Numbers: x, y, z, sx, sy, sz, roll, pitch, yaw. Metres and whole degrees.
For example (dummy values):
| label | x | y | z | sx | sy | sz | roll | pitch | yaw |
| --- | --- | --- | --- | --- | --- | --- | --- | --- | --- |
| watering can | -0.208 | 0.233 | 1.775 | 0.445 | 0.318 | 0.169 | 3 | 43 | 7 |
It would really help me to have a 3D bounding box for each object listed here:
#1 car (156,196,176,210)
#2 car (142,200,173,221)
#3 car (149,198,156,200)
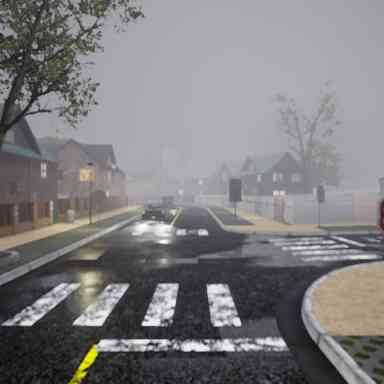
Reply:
| label | x | y | z | sx | sy | sz | roll | pitch | yaw |
| --- | --- | --- | --- | --- | --- | --- | --- | --- | --- |
| car | -3.074 | 1.293 | 42.033 | 2.097 | 1.767 | 4.553 | 0 | 0 | -3 |
| car | -2.843 | 1.564 | 26.662 | 1.895 | 1.301 | 4.718 | 0 | 0 | 0 |
| car | -6.510 | 1.662 | 59.421 | 1.895 | 1.301 | 4.718 | 0 | 0 | -24 |
